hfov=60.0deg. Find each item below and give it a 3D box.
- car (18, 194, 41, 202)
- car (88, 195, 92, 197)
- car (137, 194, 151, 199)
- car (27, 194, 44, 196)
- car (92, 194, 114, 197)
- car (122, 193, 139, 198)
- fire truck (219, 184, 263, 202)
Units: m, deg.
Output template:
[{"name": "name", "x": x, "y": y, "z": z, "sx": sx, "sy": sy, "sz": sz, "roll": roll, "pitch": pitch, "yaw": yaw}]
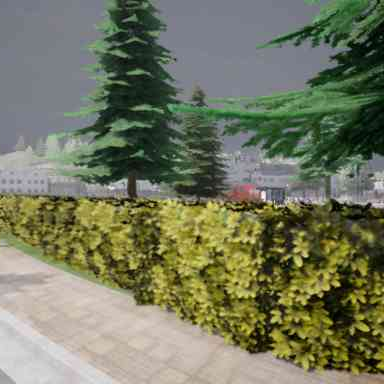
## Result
[{"name": "car", "x": -38.237, "y": 1.310, "z": 78.445, "sx": 4.605, "sy": 1.855, "sz": 1.932, "roll": 0, "pitch": 0, "yaw": -39}, {"name": "car", "x": -27.003, "y": 1.441, "z": 91.697, "sx": 3.806, "sy": 1.475, "sz": 1.970, "roll": 0, "pitch": 0, "yaw": -39}, {"name": "car", "x": -8.664, "y": 1.497, "z": 58.035, "sx": 3.806, "sy": 1.475, "sz": 1.970, "roll": 0, "pitch": 0, "yaw": -39}, {"name": "car", "x": -30.979, "y": 1.478, "z": 68.295, "sx": 4.514, "sy": 1.523, "sz": 2.007, "roll": 0, "pitch": 0, "yaw": -39}, {"name": "car", "x": -22.727, "y": 1.345, "z": 86.901, "sx": 5.027, "sy": 1.636, "sz": 2.152, "roll": 0, "pitch": 0, "yaw": -39}, {"name": "car", "x": -12.561, "y": 1.246, "z": 74.929, "sx": 4.605, "sy": 1.855, "sz": 1.932, "roll": 0, "pitch": 0, "yaw": -39}, {"name": "fire truck", "x": 6.707, "y": 0.396, "z": 48.665, "sx": 8.468, "sy": 3.827, "sz": 2.891, "roll": 0, "pitch": 0, "yaw": -39}]
